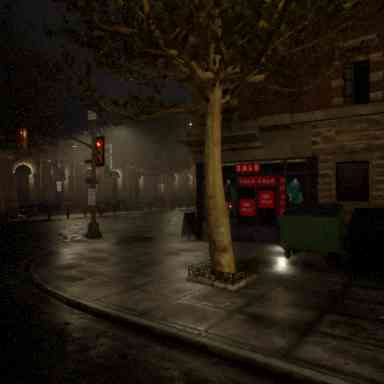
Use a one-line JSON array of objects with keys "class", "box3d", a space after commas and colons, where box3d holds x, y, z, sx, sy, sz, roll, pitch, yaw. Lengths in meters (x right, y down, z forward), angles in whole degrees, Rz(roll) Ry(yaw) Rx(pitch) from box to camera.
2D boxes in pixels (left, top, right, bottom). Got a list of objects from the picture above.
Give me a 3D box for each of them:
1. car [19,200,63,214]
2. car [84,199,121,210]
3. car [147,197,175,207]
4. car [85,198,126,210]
[{"class": "car", "box3d": [-15.696, 1.564, 34.808, 1.994, 1.385, 4.181, 0, 0, 36]}, {"class": "car", "box3d": [-12.108, 1.595, 45.105, 1.895, 1.301, 4.718, 0, 0, 36]}, {"class": "car", "box3d": [-4.601, 1.478, 50.062, 1.882, 1.535, 5.008, 0, 0, 36]}, {"class": "car", "box3d": [-10.491, 1.492, 41.972, 2.128, 1.511, 4.902, 0, 0, 36]}]
